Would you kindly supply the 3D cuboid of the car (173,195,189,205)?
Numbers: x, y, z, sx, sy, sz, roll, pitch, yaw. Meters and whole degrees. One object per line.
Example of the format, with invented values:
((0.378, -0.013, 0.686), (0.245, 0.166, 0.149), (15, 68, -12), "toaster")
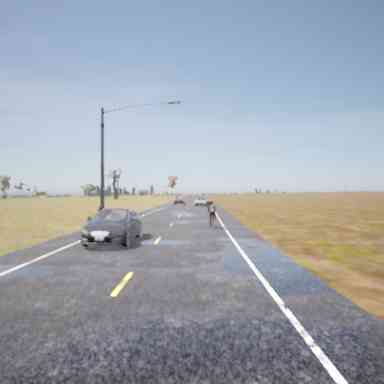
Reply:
((-2.074, 1.576, 56.597), (1.895, 1.301, 4.718), (0, 0, 2), "car")

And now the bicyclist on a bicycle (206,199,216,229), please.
((1.265, 1.443, 20.746), (0.582, 1.620, 1.656), (0, 0, 2), "bicyclist on a bicycle")

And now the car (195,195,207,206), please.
((1.467, 1.578, 53.605), (1.895, 1.301, 4.718), (0, 0, 2), "car")

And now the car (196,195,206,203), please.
((1.921, 1.507, 74.075), (2.128, 1.511, 4.902), (0, 0, 1), "car")

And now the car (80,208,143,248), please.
((-3.427, 1.483, 14.913), (2.128, 1.511, 4.902), (0, 0, 1), "car")

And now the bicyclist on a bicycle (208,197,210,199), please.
((1.577, 1.356, 30.638), (0.659, 1.776, 1.843), (0, 0, 2), "bicyclist on a bicycle")
